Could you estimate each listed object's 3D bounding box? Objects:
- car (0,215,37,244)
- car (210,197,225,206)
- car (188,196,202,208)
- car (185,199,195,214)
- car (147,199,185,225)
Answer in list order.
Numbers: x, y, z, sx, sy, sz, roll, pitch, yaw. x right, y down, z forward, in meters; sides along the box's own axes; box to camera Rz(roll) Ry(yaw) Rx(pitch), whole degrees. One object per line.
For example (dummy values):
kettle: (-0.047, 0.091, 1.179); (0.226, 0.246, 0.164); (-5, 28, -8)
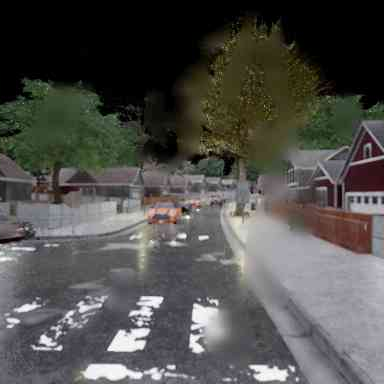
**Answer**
car: (-9.172, 1.479, 13.275); (5.357, 1.411, 2.033); (1, 0, -4)
car: (4.215, 1.612, 56.959); (1.812, 1.442, 4.674); (0, 0, 9)
car: (0.237, 1.457, 49.066); (2.097, 1.767, 4.553); (0, 0, 7)
car: (-1.082, 1.716, 36.764); (1.895, 1.301, 4.718); (0, 0, 5)
car: (-1.974, 1.471, 25.144); (2.097, 1.767, 4.553); (0, 0, 4)
